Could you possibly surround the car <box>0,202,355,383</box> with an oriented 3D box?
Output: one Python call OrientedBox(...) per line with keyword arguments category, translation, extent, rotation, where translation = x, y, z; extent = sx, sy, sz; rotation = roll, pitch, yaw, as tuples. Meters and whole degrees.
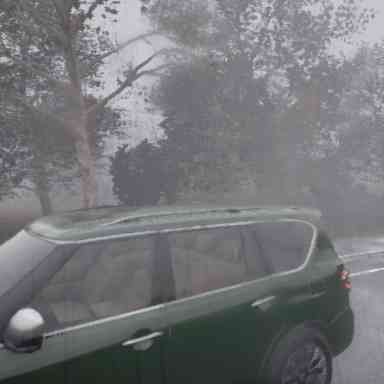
OrientedBox(category="car", translation=(-0.796, 1.177, 3.173), extent=(5.566, 2.045, 2.150), rotation=(-1, 1, -33))
